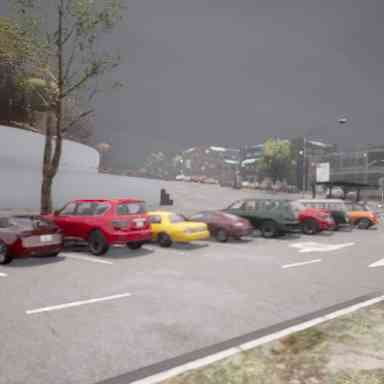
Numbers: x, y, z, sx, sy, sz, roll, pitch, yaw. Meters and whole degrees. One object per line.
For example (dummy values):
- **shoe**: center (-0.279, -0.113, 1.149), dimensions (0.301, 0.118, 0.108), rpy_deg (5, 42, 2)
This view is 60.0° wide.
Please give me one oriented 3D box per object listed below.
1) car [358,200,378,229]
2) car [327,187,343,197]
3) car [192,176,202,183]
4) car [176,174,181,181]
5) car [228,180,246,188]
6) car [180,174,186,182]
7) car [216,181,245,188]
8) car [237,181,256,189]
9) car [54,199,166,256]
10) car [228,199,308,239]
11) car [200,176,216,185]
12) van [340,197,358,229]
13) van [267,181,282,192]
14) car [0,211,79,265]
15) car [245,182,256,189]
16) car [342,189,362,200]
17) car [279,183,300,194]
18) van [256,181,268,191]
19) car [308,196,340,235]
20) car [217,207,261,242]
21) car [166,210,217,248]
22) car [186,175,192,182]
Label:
- **car**: center (10.719, 1.648, 23.958), dimensions (4.553, 1.767, 2.185), rpy_deg (-1, -1, 35)
- **car**: center (23.944, 0.131, 54.930), dimensions (2.435, 2.045, 5.566), rpy_deg (7, 3, 35)
- **car**: center (3.179, -3.139, 84.460), dimensions (2.435, 2.045, 5.566), rpy_deg (7, 3, 34)
- **car**: center (-2.108, -3.803, 91.749), dimensions (2.435, 2.045, 5.566), rpy_deg (1, -2, 34)
- **car**: center (10.120, -1.757, 74.679), dimensions (2.002, 1.452, 4.674), rpy_deg (7, 3, 35)
- **car**: center (-0.340, -3.525, 89.400), dimensions (2.185, 1.767, 4.553), rpy_deg (4, 0, 34)
- **car**: center (7.251, -1.388, 63.118), dimensions (1.994, 1.385, 4.181), rpy_deg (3, 4, -35)
- **car**: center (11.859, -1.484, 72.215), dimensions (2.002, 1.452, 4.674), rpy_deg (8, 3, 35)
- **car**: center (-4.097, 1.295, 13.627), dimensions (5.566, 2.045, 2.435), rpy_deg (-1, -1, 35)
- **car**: center (3.258, 1.408, 18.837), dimensions (5.566, 2.045, 2.435), rpy_deg (-1, -1, 35)
- **car**: center (5.025, -2.614, 82.197), dimensions (1.946, 1.575, 5.366), rpy_deg (7, 3, 34)
- **van**: center (8.311, 1.509, 22.209), dimensions (4.442, 1.987, 1.878), rpy_deg (-1, -2, 35)
- **van**: center (16.986, -0.933, 64.687), dimensions (1.878, 1.987, 4.442), rpy_deg (8, 3, 35)
- **car**: center (-6.544, 1.539, 11.881), dimensions (4.792, 1.488, 2.163), rpy_deg (-1, -1, 35)
- **car**: center (13.688, -1.251, 69.892), dimensions (1.946, 1.575, 5.366), rpy_deg (7, 3, 35)
- **car**: center (25.629, 0.693, 52.453), dimensions (2.002, 1.452, 4.674), rpy_deg (7, 3, 35)
- **car**: center (18.741, -0.434, 62.321), dimensions (2.231, 1.521, 4.892), rpy_deg (7, 3, 35)
- **van**: center (15.261, -1.206, 67.160), dimensions (1.878, 1.987, 4.442), rpy_deg (8, 3, 35)
- **car**: center (5.772, 1.446, 20.541), dimensions (5.566, 2.045, 2.435), rpy_deg (-1, -2, 35)
- **car**: center (0.828, 1.661, 17.078), dimensions (4.674, 1.452, 2.002), rpy_deg (-1, -1, 35)
- **car**: center (-1.779, 1.582, 15.452), dimensions (5.366, 1.575, 1.946), rpy_deg (-1, -1, 35)
- **car**: center (1.387, -3.290, 86.928), dimensions (2.185, 1.767, 4.553), rpy_deg (6, 2, 34)
